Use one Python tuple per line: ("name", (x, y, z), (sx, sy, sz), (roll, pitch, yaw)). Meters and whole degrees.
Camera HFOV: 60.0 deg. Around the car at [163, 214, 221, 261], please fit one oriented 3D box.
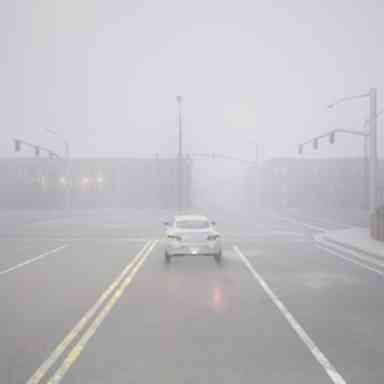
("car", (-0.056, 1.527, 12.163), (1.812, 1.442, 4.674), (0, 0, -3))
